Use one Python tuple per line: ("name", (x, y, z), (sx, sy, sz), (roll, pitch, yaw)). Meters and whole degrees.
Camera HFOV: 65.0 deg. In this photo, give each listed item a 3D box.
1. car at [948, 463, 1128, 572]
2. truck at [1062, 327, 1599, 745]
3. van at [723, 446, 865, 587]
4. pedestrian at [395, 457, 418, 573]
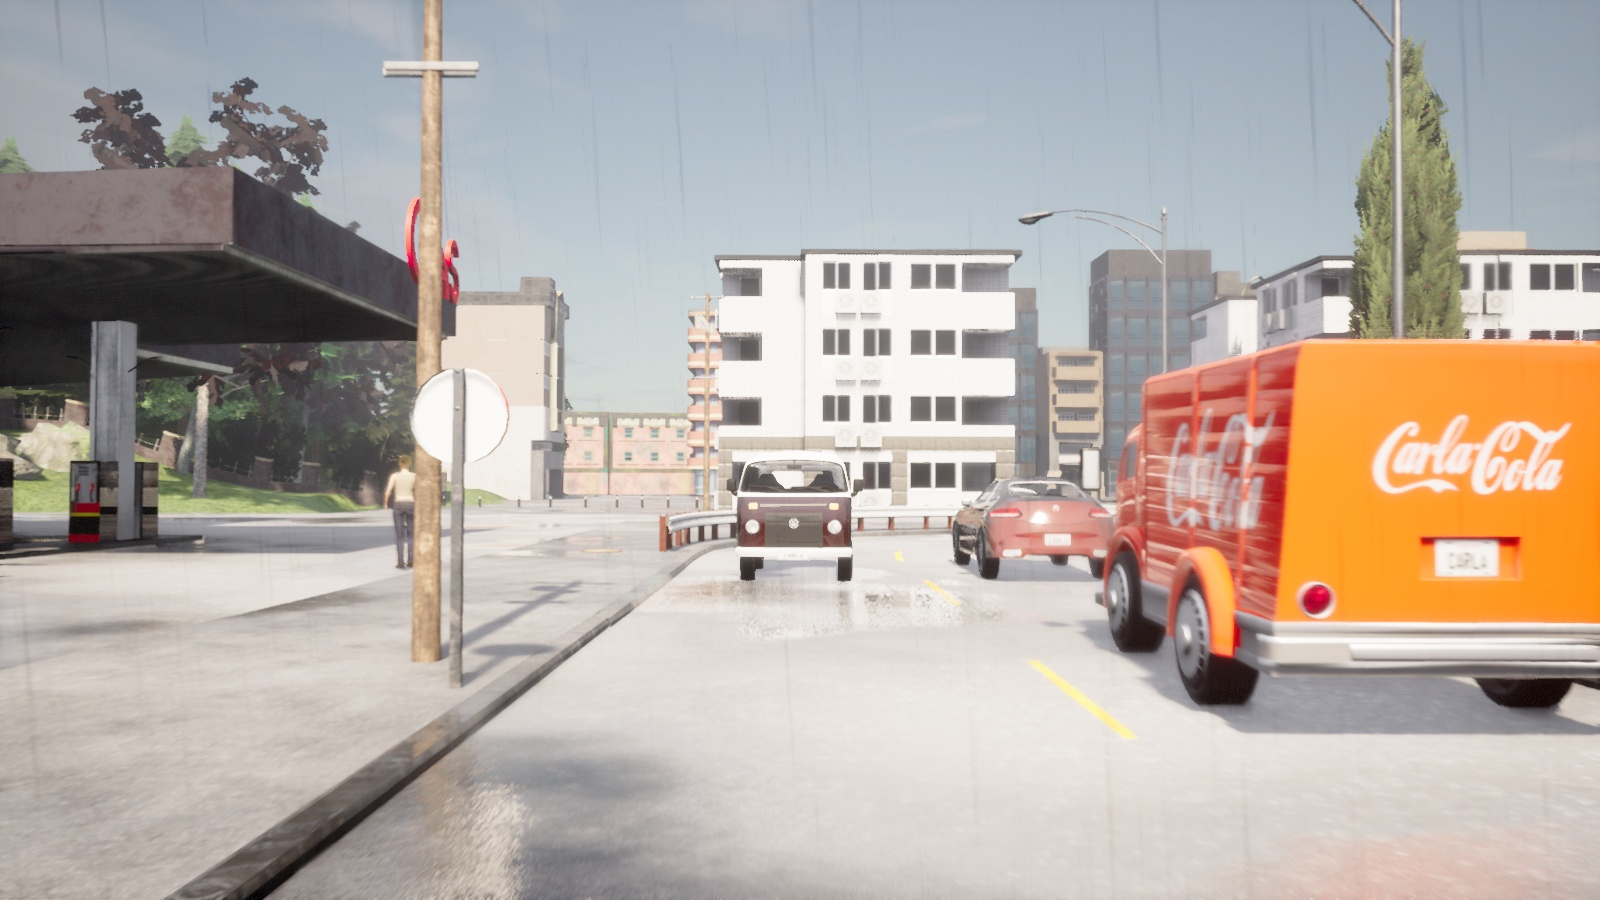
("car", (3.947, 1.091, 21.750), (2.152, 1.651, 5.027), (0, -1, 0))
("truck", (3.972, 0.557, 10.055), (2.627, 2.467, 5.204), (0, -1, 0))
("van", (-0.031, 1.023, 20.532), (2.069, 2.038, 4.480), (0, -1, 1))
("pedestrian", (-6.351, 1.031, 20.258), (0.345, 1.836, 0.594), (0, -1, -19))
